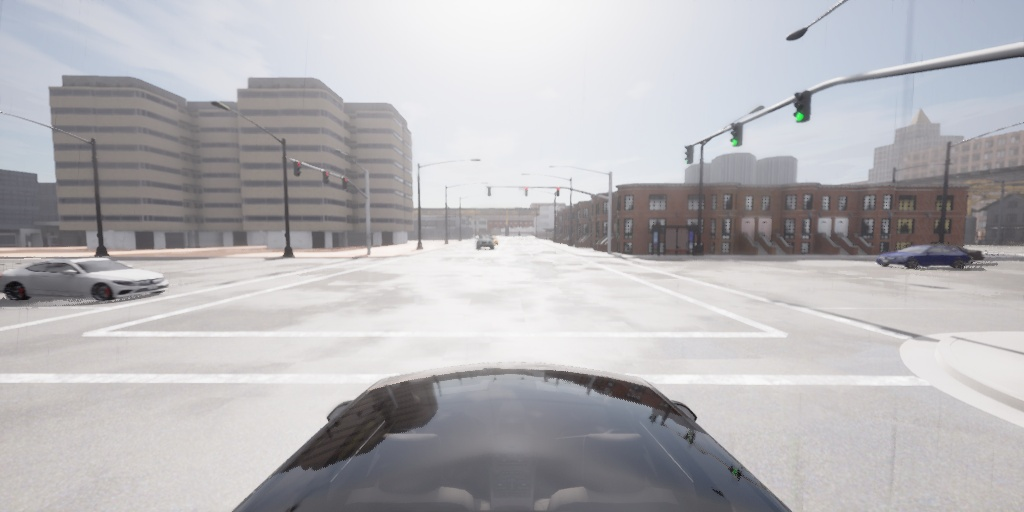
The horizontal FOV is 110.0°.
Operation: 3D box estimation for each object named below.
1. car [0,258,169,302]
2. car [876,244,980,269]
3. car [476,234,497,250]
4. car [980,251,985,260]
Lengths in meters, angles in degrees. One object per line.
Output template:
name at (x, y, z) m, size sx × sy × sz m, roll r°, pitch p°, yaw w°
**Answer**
car at (-14.933, 0.790, 12.575) m, size 4.674 × 1.442 × 1.812 m, roll 1°, pitch 4°, yaw 0°
car at (26.212, 0.060, 22.921) m, size 4.674 × 1.442 × 1.812 m, roll 0°, pitch 4°, yaw 0°
car at (-3.554, -1.897, 48.029) m, size 2.150 × 2.045 × 5.566 m, roll 0°, pitch 4°, yaw 0°
car at (31.191, -0.147, 26.406) m, size 5.357 × 1.411 × 2.033 m, roll 0°, pitch 4°, yaw 0°
